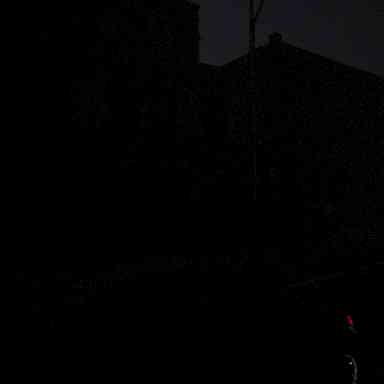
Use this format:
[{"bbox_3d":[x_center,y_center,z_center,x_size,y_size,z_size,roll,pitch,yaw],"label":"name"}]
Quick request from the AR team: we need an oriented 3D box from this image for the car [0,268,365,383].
[{"bbox_3d":[-0.162,1.562,3.288,4.181,1.385,1.994,0,0,-35],"label":"car"}]
